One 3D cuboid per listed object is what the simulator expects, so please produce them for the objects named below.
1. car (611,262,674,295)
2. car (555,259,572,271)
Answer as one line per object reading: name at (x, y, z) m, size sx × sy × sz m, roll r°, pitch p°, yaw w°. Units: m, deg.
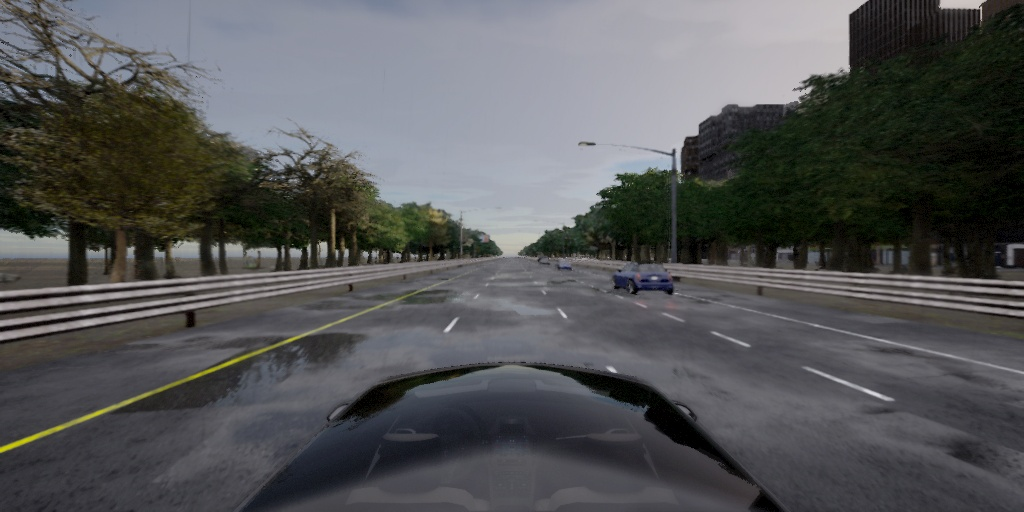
car at (7.010, 1.102, 19.750) m, size 2.097 × 1.767 × 4.553 m, roll 0°, pitch 0°, yaw 0°
car at (7.056, 1.290, 49.784) m, size 2.033 × 1.411 × 5.357 m, roll 0°, pitch 0°, yaw 0°
